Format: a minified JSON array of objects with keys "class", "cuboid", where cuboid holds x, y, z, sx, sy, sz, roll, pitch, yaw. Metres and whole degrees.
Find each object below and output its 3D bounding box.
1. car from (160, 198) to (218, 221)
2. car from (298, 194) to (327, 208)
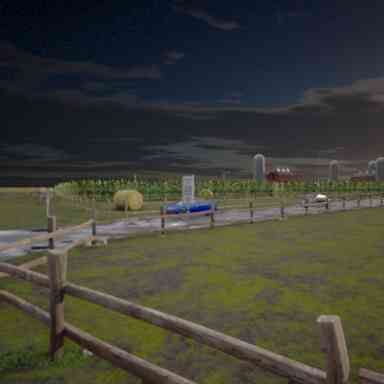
[{"class":"car","cuboid":[-0.179,1.217,24.998,5.008,1.535,1.882,-1,1,-44]},{"class":"car","cuboid":[14.180,0.999,38.881,4.902,1.511,2.128,-1,1,-44]}]
